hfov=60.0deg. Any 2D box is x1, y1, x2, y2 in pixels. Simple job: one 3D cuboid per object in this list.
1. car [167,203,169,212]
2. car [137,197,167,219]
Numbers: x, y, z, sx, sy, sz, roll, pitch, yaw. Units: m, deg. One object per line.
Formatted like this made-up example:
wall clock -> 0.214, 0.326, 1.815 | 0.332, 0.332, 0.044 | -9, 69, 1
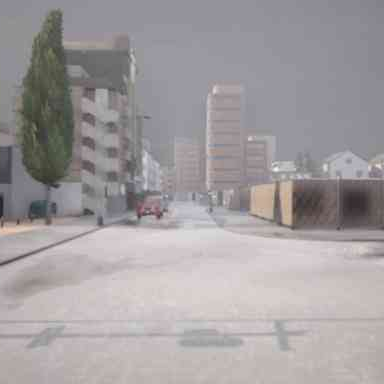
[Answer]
car -> -4.066, 1.918, 43.773 | 1.837, 1.490, 4.892 | 0, -1, 0
car -> -4.079, 1.536, 33.338 | 2.150, 2.045, 5.566 | 0, -1, 0
